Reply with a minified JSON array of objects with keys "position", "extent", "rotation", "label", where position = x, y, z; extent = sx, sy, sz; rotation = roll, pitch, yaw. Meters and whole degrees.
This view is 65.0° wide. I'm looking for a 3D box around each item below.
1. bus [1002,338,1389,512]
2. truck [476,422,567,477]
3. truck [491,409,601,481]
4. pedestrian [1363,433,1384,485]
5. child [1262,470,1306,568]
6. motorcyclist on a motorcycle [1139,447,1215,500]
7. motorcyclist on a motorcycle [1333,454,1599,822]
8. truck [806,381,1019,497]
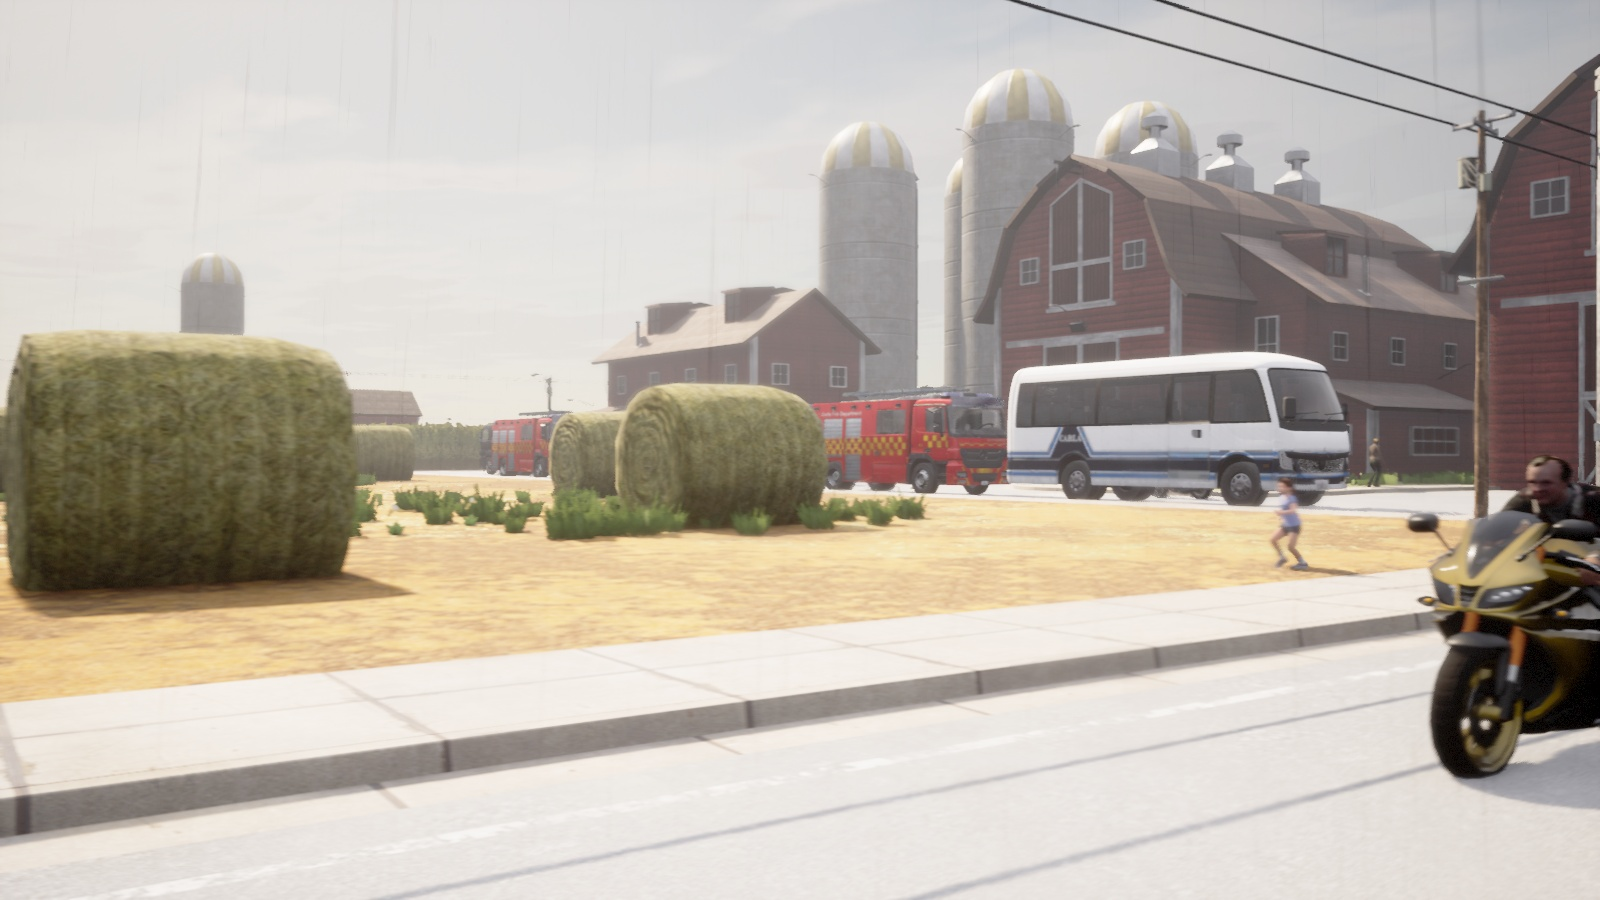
[{"position":[10.906,-0.596,36.134],"extent":[3.944,4.253,10.273],"rotation":[0,0,-36],"label":"bus"},{"position":[-18.421,-0.022,82.655],"extent":[2.891,3.462,7.936],"rotation":[0,0,-36],"label":"truck"},{"position":[-14.536,-0.241,71.310],"extent":[2.891,3.827,8.468],"rotation":[0,0,-36],"label":"truck"},{"position":[20.409,0.324,44.666],"extent":[0.634,1.846,0.331],"rotation":[0,0,-22],"label":"pedestrian"},{"position":[5.537,0.782,14.378],"extent":[0.394,1.110,0.255],"rotation":[0,0,-15],"label":"child"},{"position":[12.122,0.742,40.426],"extent":[0.766,1.649,2.350],"rotation":[0,0,-36],"label":"motorcyclist on a motorcycle"},{"position":[3.671,0.787,6.214],"extent":[2.191,1.530,0.866],"rotation":[0,0,-35],"label":"motorcyclist on a motorcycle"},{"position":[3.885,-0.343,45.840],"extent":[2.891,3.827,8.468],"rotation":[0,0,-36],"label":"truck"}]
